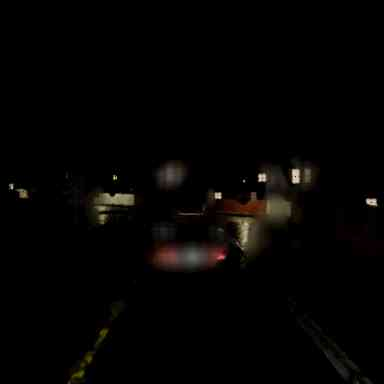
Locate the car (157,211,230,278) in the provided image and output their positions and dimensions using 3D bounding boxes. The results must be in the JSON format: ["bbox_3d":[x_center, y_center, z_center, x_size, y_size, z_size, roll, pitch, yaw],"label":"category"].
[{"bbox_3d":[0.021,1.530,10.073,2.033,1.411,5.357,0,0,0],"label":"car"}]

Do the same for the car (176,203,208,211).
[{"bbox_3d":[0.010,1.454,21.151,2.128,1.511,4.902,0,0,1],"label":"car"}]
